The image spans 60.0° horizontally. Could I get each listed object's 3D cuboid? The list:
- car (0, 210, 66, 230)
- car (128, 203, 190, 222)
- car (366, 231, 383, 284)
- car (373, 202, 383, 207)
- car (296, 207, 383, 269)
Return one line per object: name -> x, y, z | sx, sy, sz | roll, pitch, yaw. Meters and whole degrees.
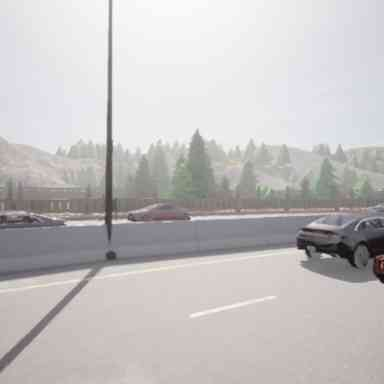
car -> -6.943, 1.421, 11.757 | 4.902, 1.511, 2.128 | 0, 0, -34
car -> -2.261, 1.473, 22.819 | 4.181, 1.385, 1.994 | 0, 0, -29
car -> 6.304, 1.583, 7.444 | 4.718, 1.301, 1.895 | 0, 0, -29
car -> 16.599, 1.465, 27.303 | 4.902, 1.511, 2.128 | 0, 0, -18
car -> 5.657, 1.460, 11.022 | 4.902, 1.511, 2.128 | 0, 0, -29
